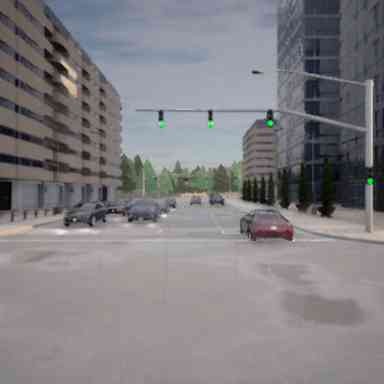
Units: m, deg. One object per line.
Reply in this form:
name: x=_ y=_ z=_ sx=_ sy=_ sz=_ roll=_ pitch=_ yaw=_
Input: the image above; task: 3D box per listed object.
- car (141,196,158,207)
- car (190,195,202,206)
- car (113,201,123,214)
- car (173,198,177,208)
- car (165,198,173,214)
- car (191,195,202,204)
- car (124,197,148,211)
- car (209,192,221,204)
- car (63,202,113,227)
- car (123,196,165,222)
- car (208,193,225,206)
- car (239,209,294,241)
car: x=-6.436 y=1.429 z=50.767 sx=1.837 sy=1.490 sz=4.892 roll=0 pitch=0 yaw=1
car: x=0.645 y=1.463 z=54.015 sx=2.033 sy=1.411 sz=5.357 roll=0 pitch=0 yaw=1
car: x=-6.956 y=1.509 z=31.598 sx=1.994 sy=1.385 sz=4.181 roll=0 pitch=0 yaw=2
car: x=-3.064 y=1.475 z=45.571 sx=2.033 sy=1.411 sz=5.357 roll=0 pitch=0 yaw=2
car: x=-3.385 y=1.464 z=35.106 sx=1.812 sy=1.442 sz=4.674 roll=0 pitch=0 yaw=1
car: x=0.889 y=1.396 z=64.357 sx=2.128 sy=1.511 sz=4.902 roll=0 pitch=0 yaw=1
car: x=-6.730 y=1.413 z=40.412 sx=1.882 sy=1.535 sz=5.008 roll=0 pitch=0 yaw=2
car: x=4.390 y=1.123 z=64.338 sx=2.150 sy=2.045 sz=5.566 roll=0 pitch=0 yaw=1
car: x=-7.111 y=1.459 z=22.705 sx=1.837 sy=1.490 sz=4.892 roll=0 pitch=0 yaw=1
car: x=-3.562 y=1.301 z=25.620 sx=2.097 sy=1.767 sz=4.553 roll=0 pitch=0 yaw=1
car: x=4.149 y=1.265 z=54.177 sx=2.097 sy=1.767 sz=4.553 roll=0 pitch=0 yaw=1
car: x=3.575 y=1.524 z=16.554 sx=1.994 sy=1.385 sz=4.181 roll=0 pitch=0 yaw=0
